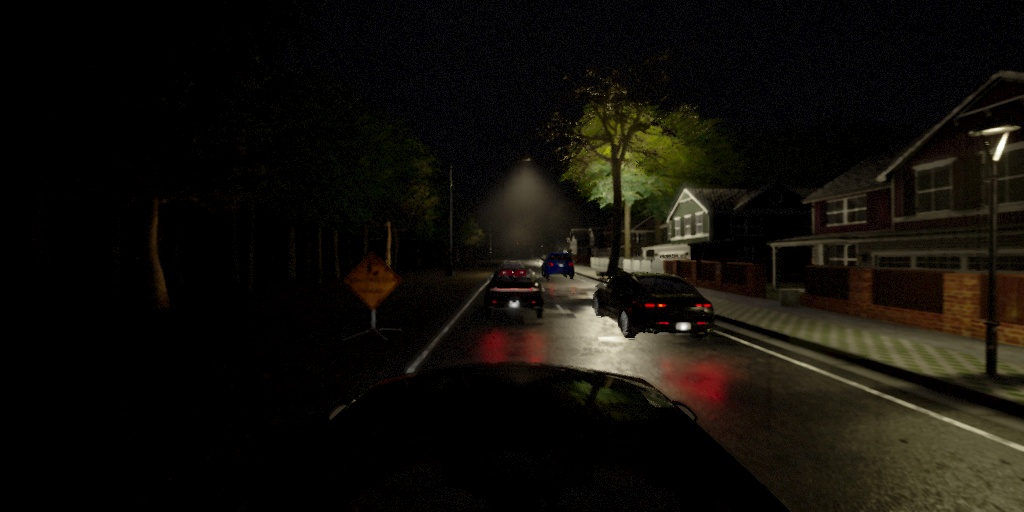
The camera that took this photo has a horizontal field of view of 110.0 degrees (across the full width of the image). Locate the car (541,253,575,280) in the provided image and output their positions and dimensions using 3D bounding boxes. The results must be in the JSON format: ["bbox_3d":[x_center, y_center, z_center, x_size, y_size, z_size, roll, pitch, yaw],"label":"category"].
[{"bbox_3d":[3.603,0.773,28.745,2.150,2.045,5.566,0,0,0],"label":"car"}]

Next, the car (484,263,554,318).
[{"bbox_3d":[0.087,1.162,12.620,2.128,1.511,4.902,0,0,1],"label":"car"}]

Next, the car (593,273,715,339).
[{"bbox_3d":[3.574,1.196,9.880,1.837,1.490,4.892,0,1,0],"label":"car"}]

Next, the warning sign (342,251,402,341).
[{"bbox_3d":[-3.044,0.820,7.900,1.300,1.860,1.060,0,0,0],"label":"warning sign"}]
